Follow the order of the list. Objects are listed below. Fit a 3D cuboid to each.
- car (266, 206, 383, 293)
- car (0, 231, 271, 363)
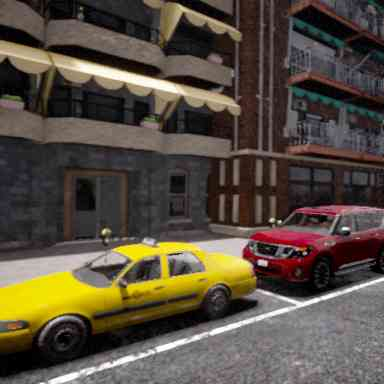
[{"bbox_3d":[3.701,1.339,9.186,5.009,1.841,2.192,0,1,-36],"label":"car"},{"bbox_3d":[-0.972,1.533,5.855,4.829,1.417,1.752,0,1,-36],"label":"car"}]
